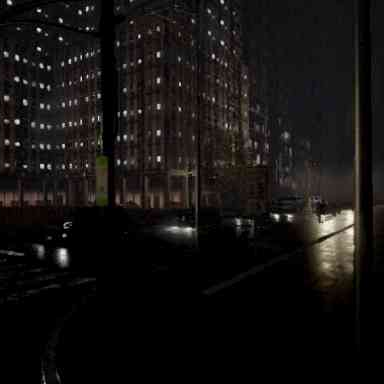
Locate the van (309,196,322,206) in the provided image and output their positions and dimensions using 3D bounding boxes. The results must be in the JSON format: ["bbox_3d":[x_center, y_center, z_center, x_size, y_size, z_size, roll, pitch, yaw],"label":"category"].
[{"bbox_3d":[23.155,1.664,62.213,1.690,1.788,3.998,-1,-1,35],"label":"van"}]

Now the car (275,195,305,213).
[{"bbox_3d":[12.243,1.456,41.687,2.150,2.045,5.566,0,0,35],"label":"car"}]

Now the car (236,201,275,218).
[{"bbox_3d":[6.204,1.797,32.977,1.895,1.301,4.718,0,0,35],"label":"car"}]

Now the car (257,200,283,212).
[{"bbox_3d":[10.241,1.820,43.433,1.947,1.339,4.313,-1,-1,35],"label":"car"}]

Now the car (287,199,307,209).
[{"bbox_3d":[16.698,1.872,52.820,1.802,1.307,4.206,-1,-1,35],"label":"car"}]

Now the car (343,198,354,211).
[{"bbox_3d":[20.375,1.781,43.378,1.947,1.339,4.313,-1,-1,35],"label":"car"}]

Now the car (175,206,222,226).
[{"bbox_3d":[0.540,1.718,24.754,1.994,1.385,4.181,0,-1,34],"label":"car"}]

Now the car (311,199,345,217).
[{"bbox_3d":[14.013,1.702,34.130,1.752,1.417,4.829,-1,-1,35],"label":"car"}]

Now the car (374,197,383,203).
[{"bbox_3d":[42.975,1.883,76.237,1.947,1.339,4.313,-1,0,35],"label":"car"}]

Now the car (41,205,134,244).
[{"bbox_3d":[-5.058,1.461,16.603,2.097,1.767,4.553,0,-1,34],"label":"car"}]
